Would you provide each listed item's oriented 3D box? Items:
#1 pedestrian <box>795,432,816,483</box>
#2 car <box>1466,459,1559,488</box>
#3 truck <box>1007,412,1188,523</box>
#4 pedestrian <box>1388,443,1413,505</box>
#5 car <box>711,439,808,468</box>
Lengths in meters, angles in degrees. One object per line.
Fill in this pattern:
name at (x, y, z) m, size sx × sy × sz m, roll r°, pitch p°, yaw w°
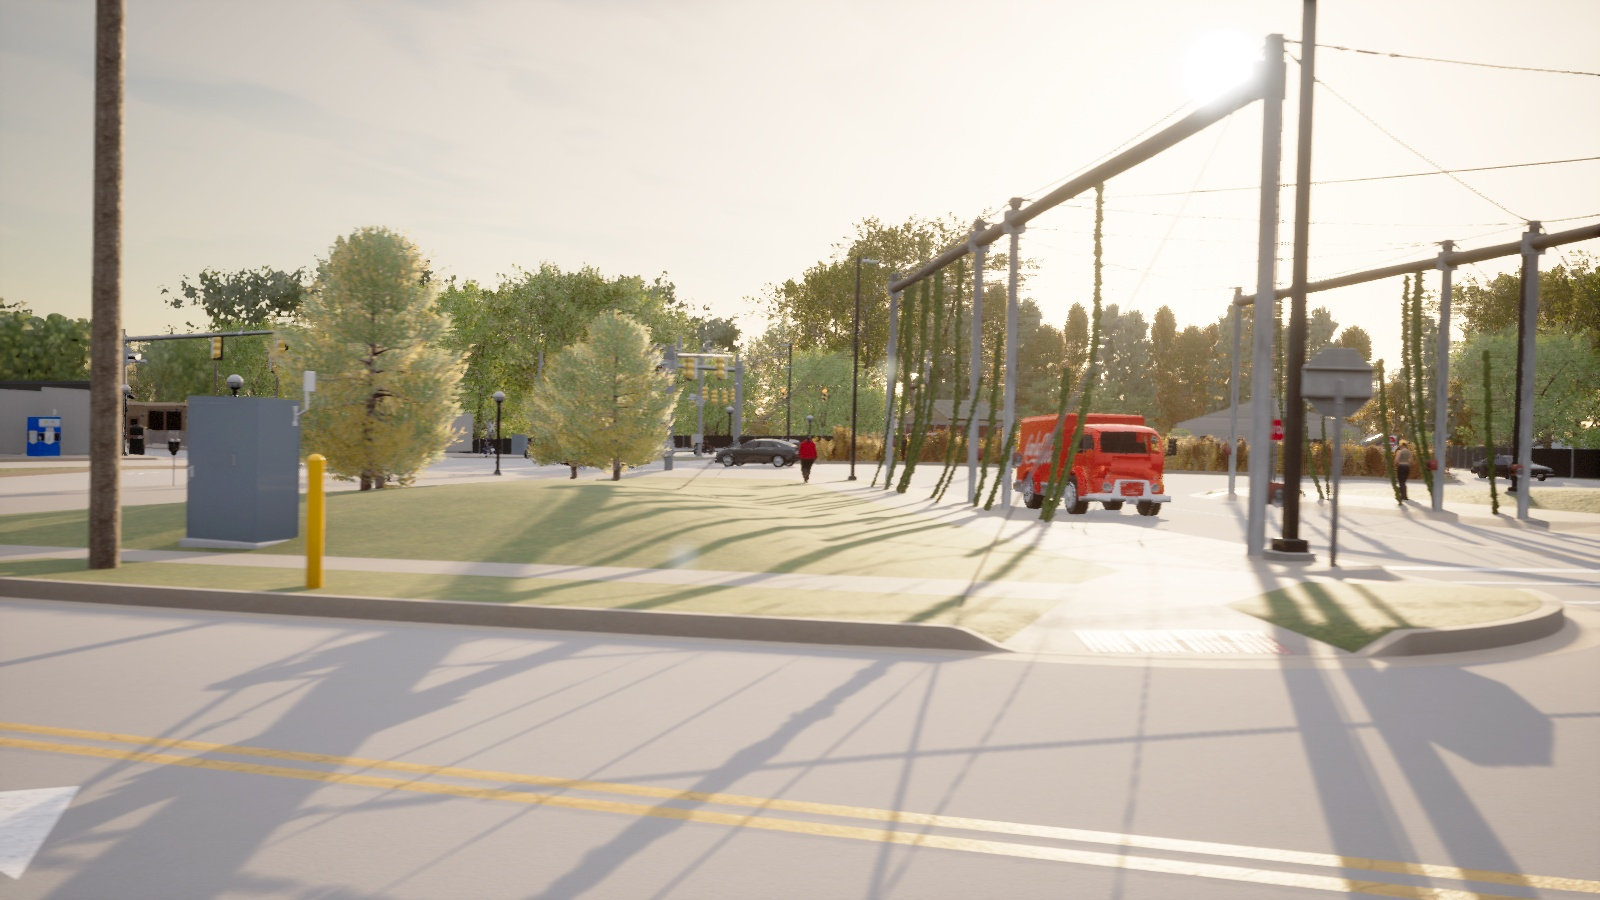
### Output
pedestrian at (0.213, 0.281, 46.493) m, size 0.634 × 1.844 × 0.899 m, roll 2°, pitch 2°, yaw -5°
car at (40.170, 1.315, 71.002) m, size 2.033 × 1.411 × 5.357 m, roll 2°, pitch 1°, yaw -2°
truck at (7.279, 0.395, 31.449) m, size 2.627 × 2.467 × 5.204 m, roll 2°, pitch 0°, yaw -8°
pedestrian at (18.097, 0.725, 37.833) m, size 0.345 × 1.836 × 0.594 m, roll 2°, pitch 2°, yaw -5°
car at (-2.206, 0.154, 68.028) m, size 4.892 × 1.490 × 1.837 m, roll 1°, pitch 1°, yaw 19°
